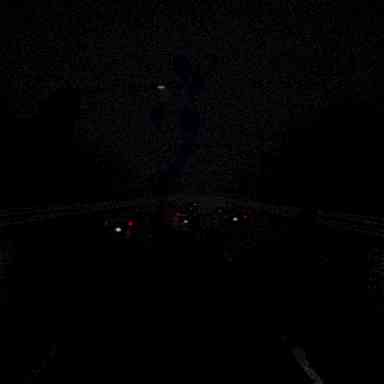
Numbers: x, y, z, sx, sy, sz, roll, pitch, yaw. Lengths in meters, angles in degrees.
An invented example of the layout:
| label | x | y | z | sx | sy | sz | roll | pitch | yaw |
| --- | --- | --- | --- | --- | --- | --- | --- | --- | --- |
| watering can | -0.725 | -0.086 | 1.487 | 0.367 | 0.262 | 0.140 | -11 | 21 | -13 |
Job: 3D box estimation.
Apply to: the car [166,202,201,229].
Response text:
| label | x | y | z | sx | sy | sz | roll | pitch | yaw |
| --- | --- | --- | --- | --- | --- | --- | --- | --- | --- |
| car | -0.397 | 1.697 | 23.576 | 2.128 | 1.511 | 4.902 | 1 | -1 | 0 |

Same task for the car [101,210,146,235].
| label | x | y | z | sx | sy | sz | roll | pitch | yaw |
| --- | --- | --- | --- | --- | --- | --- | --- | --- | --- |
| car | -3.903 | 1.711 | 19.827 | 1.895 | 1.301 | 4.718 | 1 | -1 | 0 |

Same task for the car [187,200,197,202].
| label | x | y | z | sx | sy | sz | roll | pitch | yaw |
| --- | --- | --- | --- | --- | --- | --- | --- | --- | --- |
| car | 0.021 | 1.928 | 47.053 | 1.837 | 1.490 | 4.892 | 1 | 0 | 2 |

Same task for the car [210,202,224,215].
| label | x | y | z | sx | sy | sz | roll | pitch | yaw |
| --- | --- | --- | --- | --- | --- | --- | --- | --- | --- |
| car | 3.201 | 1.940 | 39.743 | 1.812 | 1.442 | 4.674 | 1 | 0 | 3 |

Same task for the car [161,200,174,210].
| label | x | y | z | sx | sy | sz | roll | pitch | yaw |
| --- | --- | --- | --- | --- | --- | --- | --- | --- | --- |
| car | -3.429 | 1.881 | 48.629 | 1.837 | 1.490 | 4.892 | 1 | 0 | 2 |

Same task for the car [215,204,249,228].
| label | x | y | z | sx | sy | sz | roll | pitch | yaw |
| --- | --- | --- | --- | --- | --- | --- | --- | --- | --- |
| car | 3.032 | 1.840 | 24.911 | 1.994 | 1.385 | 4.181 | 1 | -1 | 2 |
